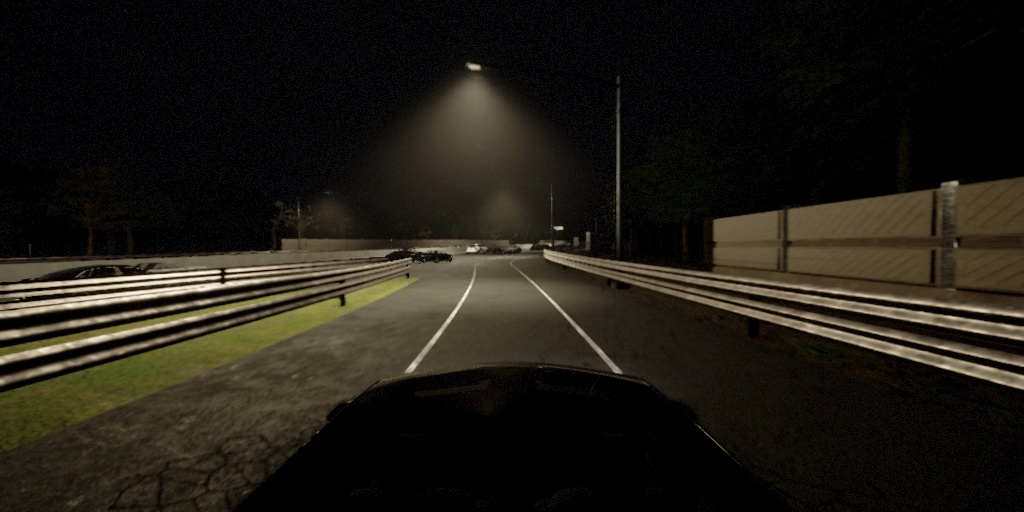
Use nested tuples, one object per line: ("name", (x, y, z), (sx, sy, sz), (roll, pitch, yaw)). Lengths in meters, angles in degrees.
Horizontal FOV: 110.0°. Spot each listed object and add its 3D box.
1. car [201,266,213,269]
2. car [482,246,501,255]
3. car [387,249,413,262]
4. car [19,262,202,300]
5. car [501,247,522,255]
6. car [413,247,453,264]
("car", (-21.521, 1.017, 22.217), (1.895, 1.301, 4.718), (0, 2, 19))
("car", (-3.028, -0.967, 64.277), (1.837, 1.490, 4.892), (0, 2, 19))
("car", (-11.753, 0.108, 39.451), (1.837, 1.490, 4.892), (0, 2, 19))
("car", (-16.616, 1.121, 15.068), (1.837, 1.490, 4.892), (0, 2, 19))
("car", (0.280, -0.877, 63.129), (1.895, 1.301, 4.718), (0, 2, 19))
("car", (-8.169, 0.061, 39.095), (2.128, 1.511, 4.902), (0, 2, 19))
